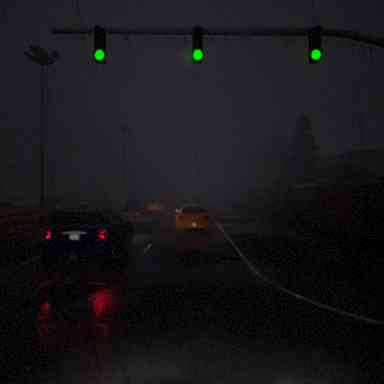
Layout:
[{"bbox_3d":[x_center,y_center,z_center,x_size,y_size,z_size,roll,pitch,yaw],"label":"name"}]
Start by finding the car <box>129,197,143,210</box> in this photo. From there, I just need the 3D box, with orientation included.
[{"bbox_3d":[-6.900,1.376,41.112,2.128,1.511,4.902,0,0,0],"label":"car"}]

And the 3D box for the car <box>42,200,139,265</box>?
[{"bbox_3d":[-3.400,1.319,11.738,2.097,1.767,4.553,0,0,0],"label":"car"}]

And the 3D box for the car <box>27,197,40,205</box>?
[{"bbox_3d":[-17.499,1.382,39.133,2.128,1.511,4.902,0,0,0],"label":"car"}]

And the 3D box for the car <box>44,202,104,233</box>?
[{"bbox_3d":[-6.899,1.421,20.090,1.882,1.535,5.008,0,0,0],"label":"car"}]

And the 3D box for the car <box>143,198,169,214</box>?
[{"bbox_3d":[-3.399,1.382,33.829,1.882,1.535,5.008,0,0,0],"label":"car"}]

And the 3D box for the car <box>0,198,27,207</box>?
[{"bbox_3d":[-14.045,1.412,23.546,1.882,1.535,5.008,0,0,0],"label":"car"}]

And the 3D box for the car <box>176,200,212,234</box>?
[{"bbox_3d":[0.101,1.425,18.707,1.882,1.535,5.008,0,0,0],"label":"car"}]

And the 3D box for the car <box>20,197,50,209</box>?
[{"bbox_3d":[-20.998,1.401,44.718,1.812,1.442,4.674,0,0,0],"label":"car"}]

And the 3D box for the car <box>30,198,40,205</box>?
[{"bbox_3d":[-13.999,1.507,33.522,1.895,1.301,4.718,0,0,0],"label":"car"}]

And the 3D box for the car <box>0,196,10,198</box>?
[{"bbox_3d":[-17.499,1.410,29.050,2.128,1.511,4.902,0,0,0],"label":"car"}]

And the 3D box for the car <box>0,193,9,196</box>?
[{"bbox_3d":[-20.999,1.125,34.510,2.150,2.045,5.566,0,0,0],"label":"car"}]
